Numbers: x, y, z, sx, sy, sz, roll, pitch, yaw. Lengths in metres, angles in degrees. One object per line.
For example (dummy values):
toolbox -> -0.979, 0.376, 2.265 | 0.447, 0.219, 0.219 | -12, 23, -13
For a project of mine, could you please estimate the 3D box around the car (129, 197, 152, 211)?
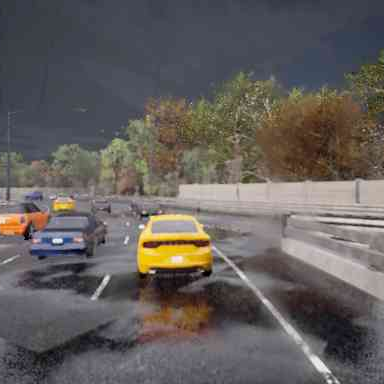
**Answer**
car -> -5.162, 1.332, 34.723 | 1.837, 1.490, 4.892 | -1, 1, -27

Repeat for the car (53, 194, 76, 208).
car -> -13.611, 1.329, 35.483 | 1.882, 1.535, 5.008 | 0, 0, -20

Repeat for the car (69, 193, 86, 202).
car -> -22.582, 1.270, 66.648 | 1.994, 1.385, 4.181 | 0, 0, -39

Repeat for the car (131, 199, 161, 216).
car -> -3.453, 1.475, 26.309 | 1.895, 1.301, 4.718 | 0, 0, -15

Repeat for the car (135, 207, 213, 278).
car -> -0.602, 1.427, 10.129 | 1.882, 1.535, 5.008 | 0, 0, -6

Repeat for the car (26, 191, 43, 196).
car -> -31.779, 0.817, 67.052 | 2.150, 2.045, 5.566 | 0, 0, -42

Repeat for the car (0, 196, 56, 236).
car -> -8.580, 1.287, 16.604 | 2.097, 1.767, 4.553 | 0, 0, -9

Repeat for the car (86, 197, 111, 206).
car -> -9.350, 1.341, 33.891 | 2.128, 1.511, 4.902 | 0, 0, -18

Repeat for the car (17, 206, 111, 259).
car -> -4.350, 1.494, 12.453 | 2.033, 1.411, 5.357 | 0, 0, -7
